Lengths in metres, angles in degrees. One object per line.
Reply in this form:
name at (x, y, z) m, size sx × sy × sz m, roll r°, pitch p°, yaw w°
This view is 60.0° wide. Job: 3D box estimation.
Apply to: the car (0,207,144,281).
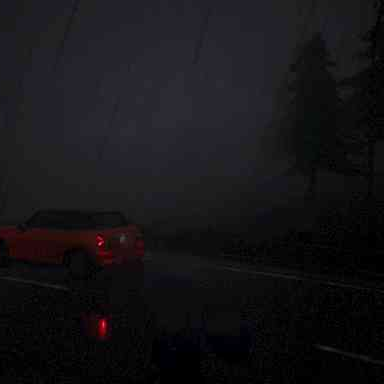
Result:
car at (-3.694, 1.212, 9.498) m, size 4.553 × 1.767 × 2.097 m, roll 1°, pitch 1°, yaw 25°
